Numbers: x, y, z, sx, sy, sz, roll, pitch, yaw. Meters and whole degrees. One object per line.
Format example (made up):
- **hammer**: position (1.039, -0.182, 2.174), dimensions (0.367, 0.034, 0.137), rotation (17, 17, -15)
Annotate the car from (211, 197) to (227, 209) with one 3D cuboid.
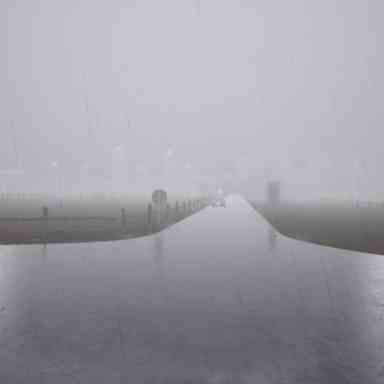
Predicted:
- **car**: position (3.657, 1.403, 45.176), dimensions (2.128, 1.511, 4.902), rotation (0, 0, 8)
